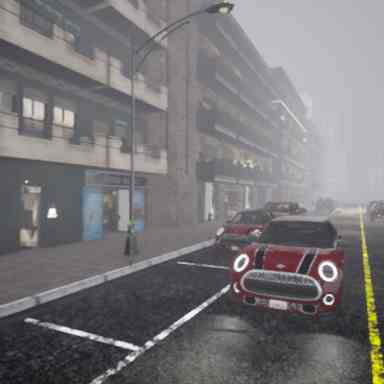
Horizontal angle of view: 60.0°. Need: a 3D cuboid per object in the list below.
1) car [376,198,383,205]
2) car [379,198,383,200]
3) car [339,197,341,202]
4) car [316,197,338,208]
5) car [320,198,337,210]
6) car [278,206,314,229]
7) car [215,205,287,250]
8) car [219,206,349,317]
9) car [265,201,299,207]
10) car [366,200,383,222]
[{"bbox_3d":[40.251,2.041,70.445,2.008,1.369,4.403,0,0,27],"label":"car"},{"bbox_3d":[21.395,1.746,38.642,1.882,1.535,5.008,0,0,27],"label":"car"},{"bbox_3d":[22.659,1.885,54.051,1.887,1.381,4.507,0,0,27],"label":"car"},{"bbox_3d":[17.609,1.589,43.974,2.192,1.841,5.009,0,0,27],"label":"car"},{"bbox_3d":[20.133,1.747,49.012,1.967,1.590,4.097,0,0,27],"label":"car"},{"bbox_3d":[7.504,1.722,23.819,1.802,1.307,4.206,0,0,27],"label":"car"},{"bbox_3d":[2.454,1.512,13.742,1.967,1.590,4.097,0,0,27],"label":"car"},{"bbox_3d":[2.497,1.398,7.852,2.097,1.767,4.553,0,0,26],"label":"car"},{"bbox_3d":[4.981,1.421,18.781,2.192,1.841,5.009,0,0,27],"label":"car"},{"bbox_3d":[16.068,1.691,28.009,2.128,1.511,4.902,0,0,27],"label":"car"}]
